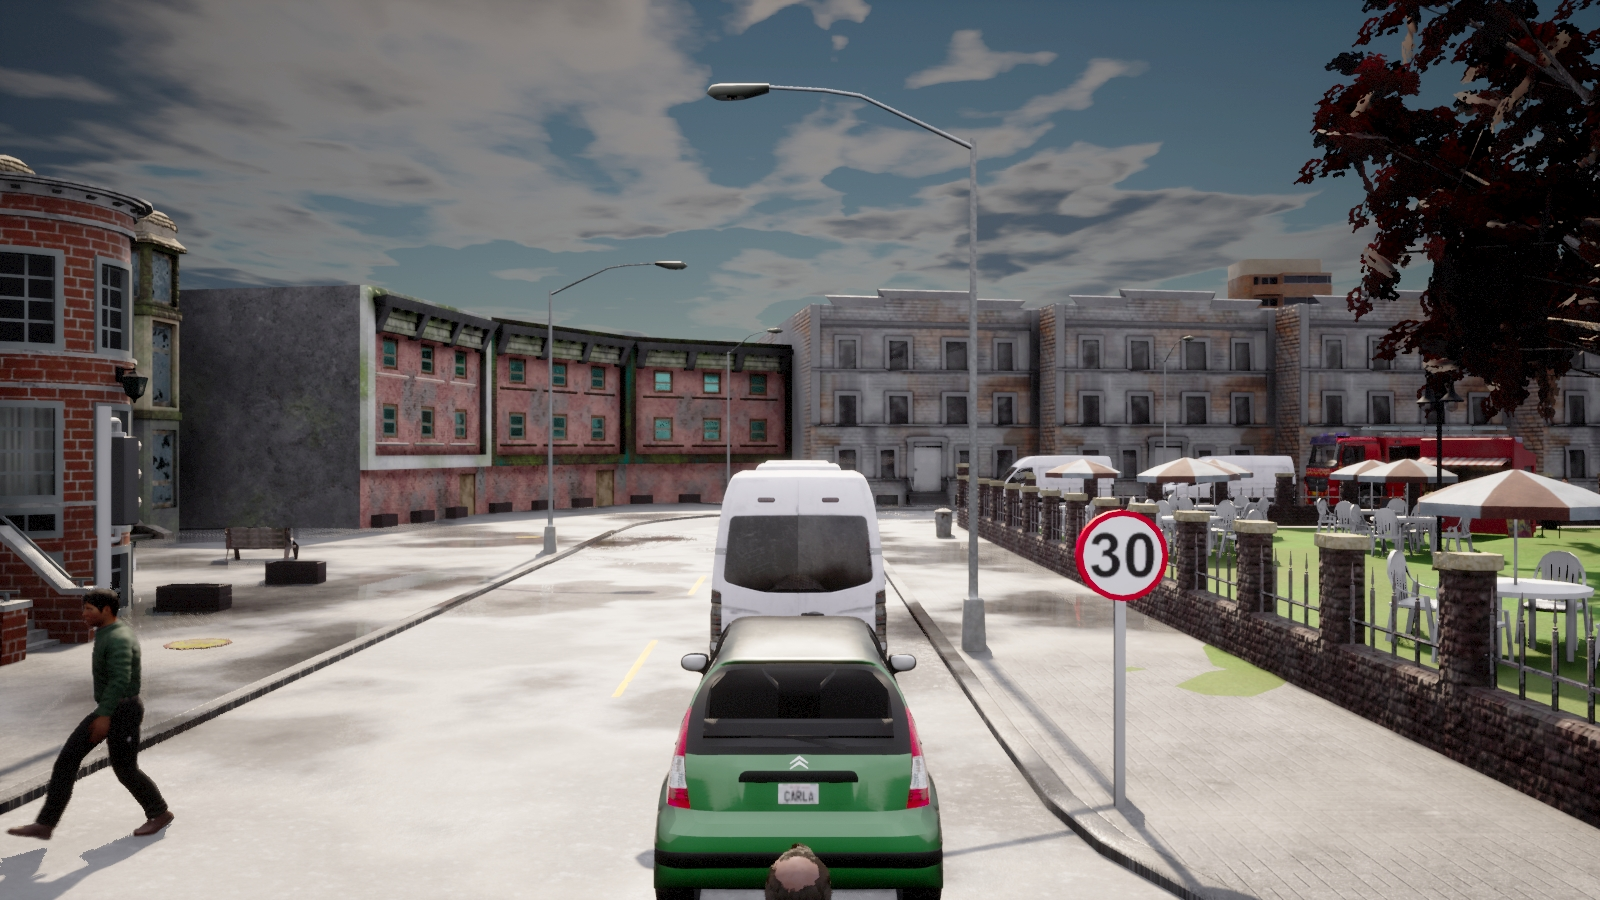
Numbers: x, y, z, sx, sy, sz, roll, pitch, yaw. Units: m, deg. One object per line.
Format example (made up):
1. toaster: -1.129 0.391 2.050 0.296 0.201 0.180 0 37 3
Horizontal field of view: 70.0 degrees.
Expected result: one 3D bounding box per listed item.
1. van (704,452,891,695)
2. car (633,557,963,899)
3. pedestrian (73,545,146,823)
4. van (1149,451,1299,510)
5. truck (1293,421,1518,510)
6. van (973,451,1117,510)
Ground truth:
1. van: -0.025 1.315 15.105 1.988 2.561 5.915 0 0 0
2. car: -0.015 1.779 8.404 1.851 1.617 3.988 0 0 0
3. pedestrian: -4.898 1.629 8.103 0.375 1.860 0.375 0 0 -43
4. van: 18.656 1.314 50.452 5.915 2.561 1.988 0 0 0
5. truck: 26.739 0.670 50.713 8.468 3.827 2.891 0 0 0
6. van: 10.749 1.314 50.430 5.915 2.561 1.988 0 0 0
